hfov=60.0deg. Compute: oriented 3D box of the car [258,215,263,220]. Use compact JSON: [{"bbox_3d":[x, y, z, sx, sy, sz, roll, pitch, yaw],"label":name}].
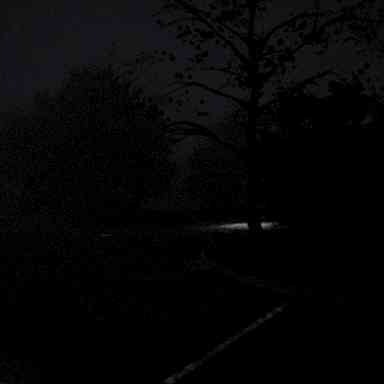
[{"bbox_3d":[7.269,1.807,29.622,1.895,1.301,4.718,-2,-1,35],"label":"car"}]
